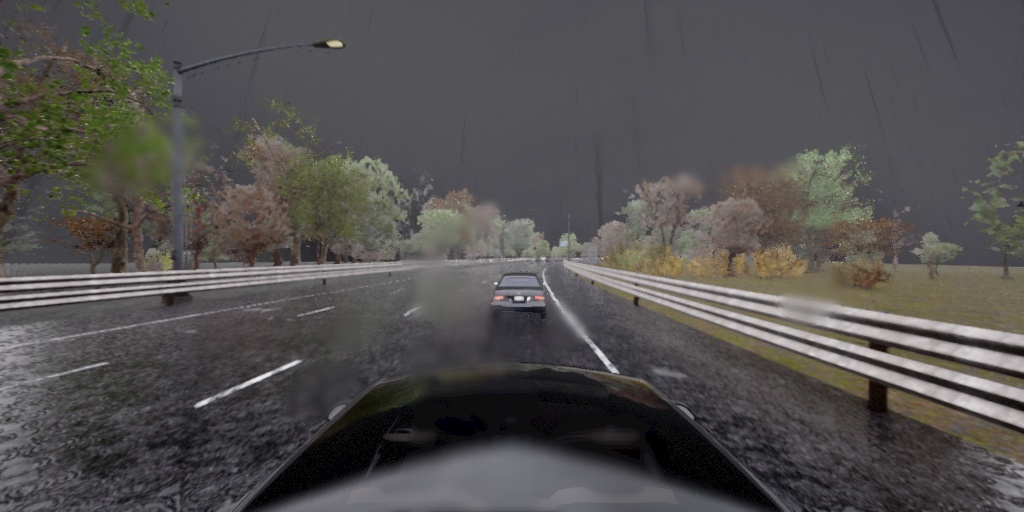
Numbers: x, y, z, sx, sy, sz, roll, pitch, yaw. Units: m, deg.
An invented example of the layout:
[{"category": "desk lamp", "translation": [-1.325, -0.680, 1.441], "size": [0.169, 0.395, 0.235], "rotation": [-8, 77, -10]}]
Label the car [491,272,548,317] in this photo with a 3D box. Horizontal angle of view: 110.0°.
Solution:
[{"category": "car", "translation": [0.290, 1.299, 13.072], "size": [2.033, 1.411, 5.357], "rotation": [0, 0, 2]}]
